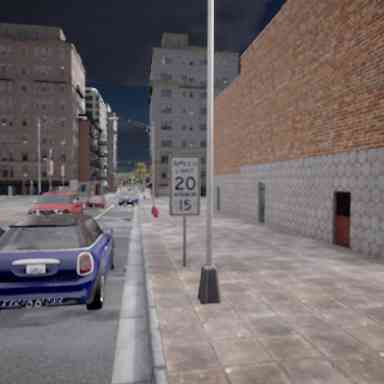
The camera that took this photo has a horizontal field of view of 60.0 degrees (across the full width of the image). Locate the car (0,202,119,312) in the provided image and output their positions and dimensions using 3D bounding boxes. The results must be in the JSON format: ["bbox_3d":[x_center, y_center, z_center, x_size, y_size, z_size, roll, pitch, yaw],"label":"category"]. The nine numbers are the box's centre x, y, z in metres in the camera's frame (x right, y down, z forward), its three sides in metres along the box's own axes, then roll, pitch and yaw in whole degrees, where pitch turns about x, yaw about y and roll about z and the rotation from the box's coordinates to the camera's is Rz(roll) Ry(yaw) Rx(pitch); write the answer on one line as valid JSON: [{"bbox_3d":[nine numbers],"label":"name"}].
[{"bbox_3d":[-2.963,1.286,7.669,2.097,1.767,4.553,0,1,-9],"label":"car"}]

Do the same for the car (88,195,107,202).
[{"bbox_3d":[-10.615,1.110,37.063,1.882,1.535,5.008,0,1,-9],"label":"car"}]

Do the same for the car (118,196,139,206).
[{"bbox_3d":[-7.966,1.128,42.368,1.895,1.301,4.718,0,1,1],"label":"car"}]

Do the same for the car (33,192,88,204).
[{"bbox_3d":[-7.806,1.013,19.493,2.150,2.045,5.566,0,1,-9],"label":"car"}]
